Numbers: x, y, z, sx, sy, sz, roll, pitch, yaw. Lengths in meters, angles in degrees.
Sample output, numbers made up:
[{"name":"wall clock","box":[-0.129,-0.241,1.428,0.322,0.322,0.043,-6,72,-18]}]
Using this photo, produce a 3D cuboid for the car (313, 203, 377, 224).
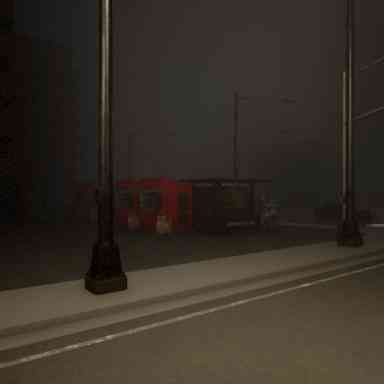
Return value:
[{"name":"car","box":[11.730,1.612,25.788,1.812,1.442,4.674,0,-1,-36]}]
